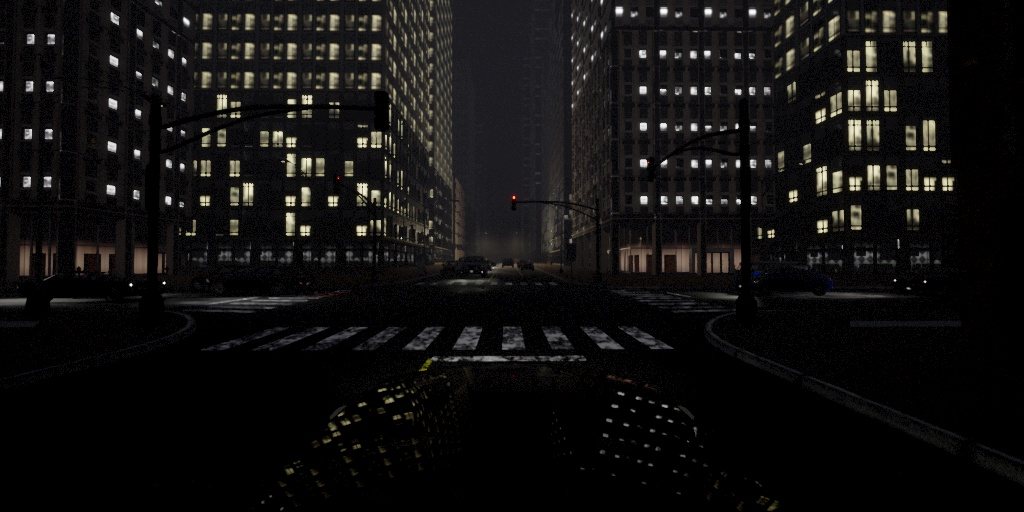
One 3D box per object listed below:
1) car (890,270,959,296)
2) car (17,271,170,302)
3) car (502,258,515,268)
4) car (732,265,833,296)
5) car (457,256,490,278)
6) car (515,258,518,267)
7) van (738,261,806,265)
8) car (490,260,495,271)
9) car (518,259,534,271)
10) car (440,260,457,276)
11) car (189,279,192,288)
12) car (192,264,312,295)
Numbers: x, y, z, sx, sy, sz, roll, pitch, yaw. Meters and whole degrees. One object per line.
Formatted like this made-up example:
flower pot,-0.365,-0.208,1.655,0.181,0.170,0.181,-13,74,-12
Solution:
car,23.564,1.435,19.345,4.718,1.301,1.895,0,-1,-1
car,-18.067,1.301,15.678,4.718,1.301,1.895,0,-1,-1
car,-0.738,1.129,63.999,2.097,1.767,4.553,0,0,-1
car,14.521,1.343,19.240,4.674,1.442,1.812,0,-1,-2
car,-3.541,0.984,33.964,2.150,2.045,5.566,0,0,0
car,1.908,1.300,59.701,1.751,1.417,4.829,0,0,-1
van,15.713,1.211,21.836,3.998,1.789,1.690,0,0,-1
car,-3.734,1.272,48.877,1.837,1.490,4.892,0,1,-1
car,2.061,1.352,48.376,1.802,1.307,4.207,0,0,-1
car,-6.167,1.205,37.051,1.967,1.591,4.097,0,0,-1
car,-16.759,1.256,21.470,4.097,1.591,1.967,0,0,-1
car,-13.306,1.265,18.957,4.902,1.511,2.128,0,-1,-4
